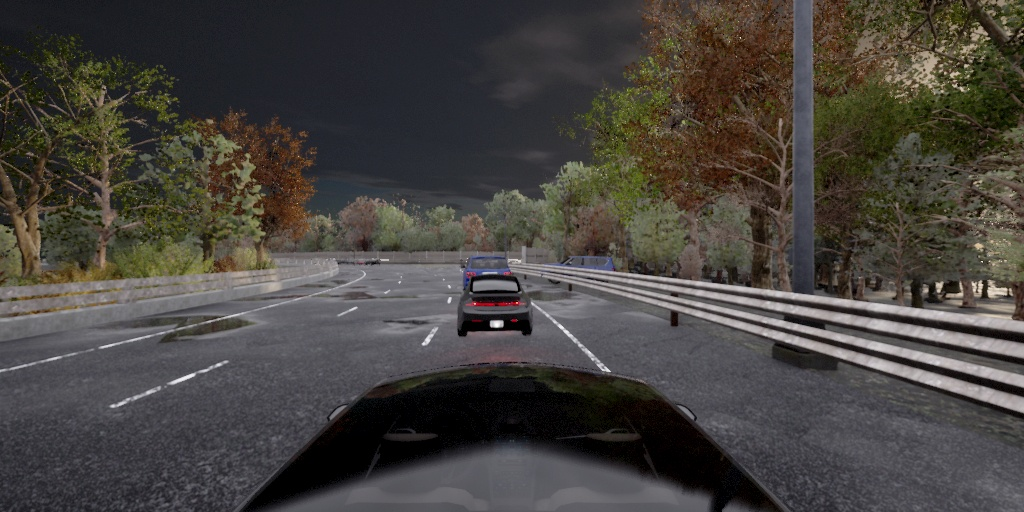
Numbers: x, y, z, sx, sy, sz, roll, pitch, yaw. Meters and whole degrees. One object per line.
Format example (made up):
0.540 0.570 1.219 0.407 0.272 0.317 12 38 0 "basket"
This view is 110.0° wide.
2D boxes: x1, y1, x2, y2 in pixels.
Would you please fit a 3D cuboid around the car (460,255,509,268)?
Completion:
-1.333 0.990 17.841 2.150 2.045 5.566 0 0 -9 "car"

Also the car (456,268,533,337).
-0.558 1.265 10.375 1.837 1.490 4.892 0 0 -5 "car"

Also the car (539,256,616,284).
4.795 0.996 26.168 5.566 2.045 2.150 3 1 -3 "car"
